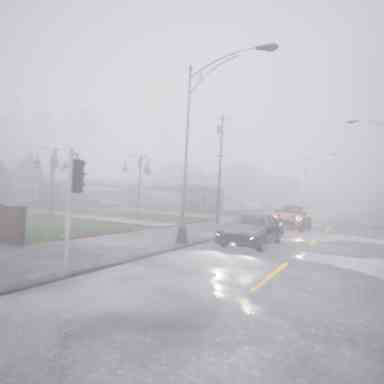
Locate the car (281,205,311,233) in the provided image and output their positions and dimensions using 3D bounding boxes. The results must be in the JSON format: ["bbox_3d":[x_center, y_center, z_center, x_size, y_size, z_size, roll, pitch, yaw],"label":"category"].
[{"bbox_3d":[6.900,1.705,22.988,2.097,1.767,4.553,3,0,28],"label":"car"}]

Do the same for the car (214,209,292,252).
[{"bbox_3d":[2.827,1.690,15.190,2.033,1.411,5.357,3,0,27],"label":"car"}]
